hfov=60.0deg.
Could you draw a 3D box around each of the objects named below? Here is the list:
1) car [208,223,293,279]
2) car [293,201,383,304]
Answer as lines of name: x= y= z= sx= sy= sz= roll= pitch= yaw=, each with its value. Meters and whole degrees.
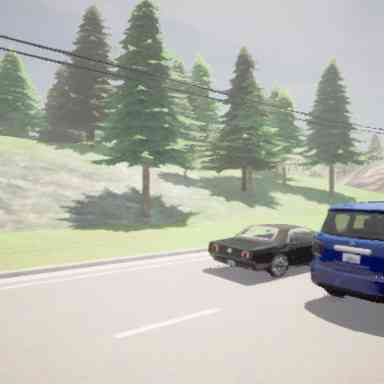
car: x=2.869 y=1.603 z=10.131 sx=4.718 sy=1.301 sz=1.895 roll=0 pitch=0 yaw=-35
car: x=4.959 y=1.225 z=7.321 sx=5.566 sy=2.045 sz=2.150 roll=0 pitch=0 yaw=-35
